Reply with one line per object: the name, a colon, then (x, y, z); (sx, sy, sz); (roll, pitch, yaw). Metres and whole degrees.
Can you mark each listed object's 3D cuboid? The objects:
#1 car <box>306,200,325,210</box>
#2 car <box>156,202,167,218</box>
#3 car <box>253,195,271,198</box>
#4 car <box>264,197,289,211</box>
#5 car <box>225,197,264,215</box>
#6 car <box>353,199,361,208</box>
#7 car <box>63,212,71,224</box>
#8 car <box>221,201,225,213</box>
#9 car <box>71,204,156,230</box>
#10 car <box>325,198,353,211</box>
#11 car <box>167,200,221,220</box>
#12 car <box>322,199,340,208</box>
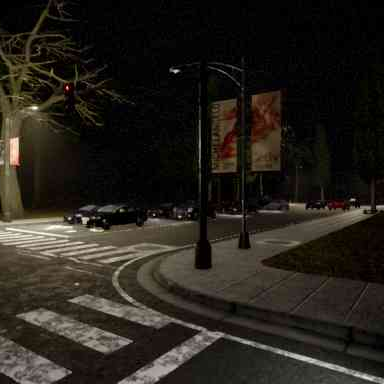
car: (17.858, 1.823, 48.217); (1.812, 1.442, 4.674); (0, 0, 35)
car: (-1.855, 1.666, 31.847); (2.033, 1.411, 5.357); (0, 0, 35)
car: (9.961, 1.471, 48.559); (2.150, 2.045, 5.566); (0, 0, 38)
car: (11.883, 1.772, 45.652); (1.812, 1.442, 4.674); (0, 0, 36)
car: (5.931, 1.680, 37.263); (1.837, 1.490, 4.892); (0, 0, 35)
car: (26.438, 1.891, 54.763); (2.128, 1.511, 4.902); (0, -1, 35)
car: (-7.187, 1.637, 24.303); (1.994, 1.385, 4.181); (0, 0, 36)
car: (3.875, 1.776, 39.995); (1.895, 1.301, 4.718); (0, 0, 35)
car: (-4.977, 1.566, 21.782); (2.128, 1.511, 4.902); (0, 0, 35)
car: (20.677, 1.658, 46.581); (2.097, 1.767, 4.553); (0, 0, 35)
car: (0.275, 1.472, 29.237); (2.097, 1.767, 4.553); (0, 0, 35)
car: (23.550, 1.915, 56.318); (1.812, 1.442, 4.674); (0, -1, 35)
